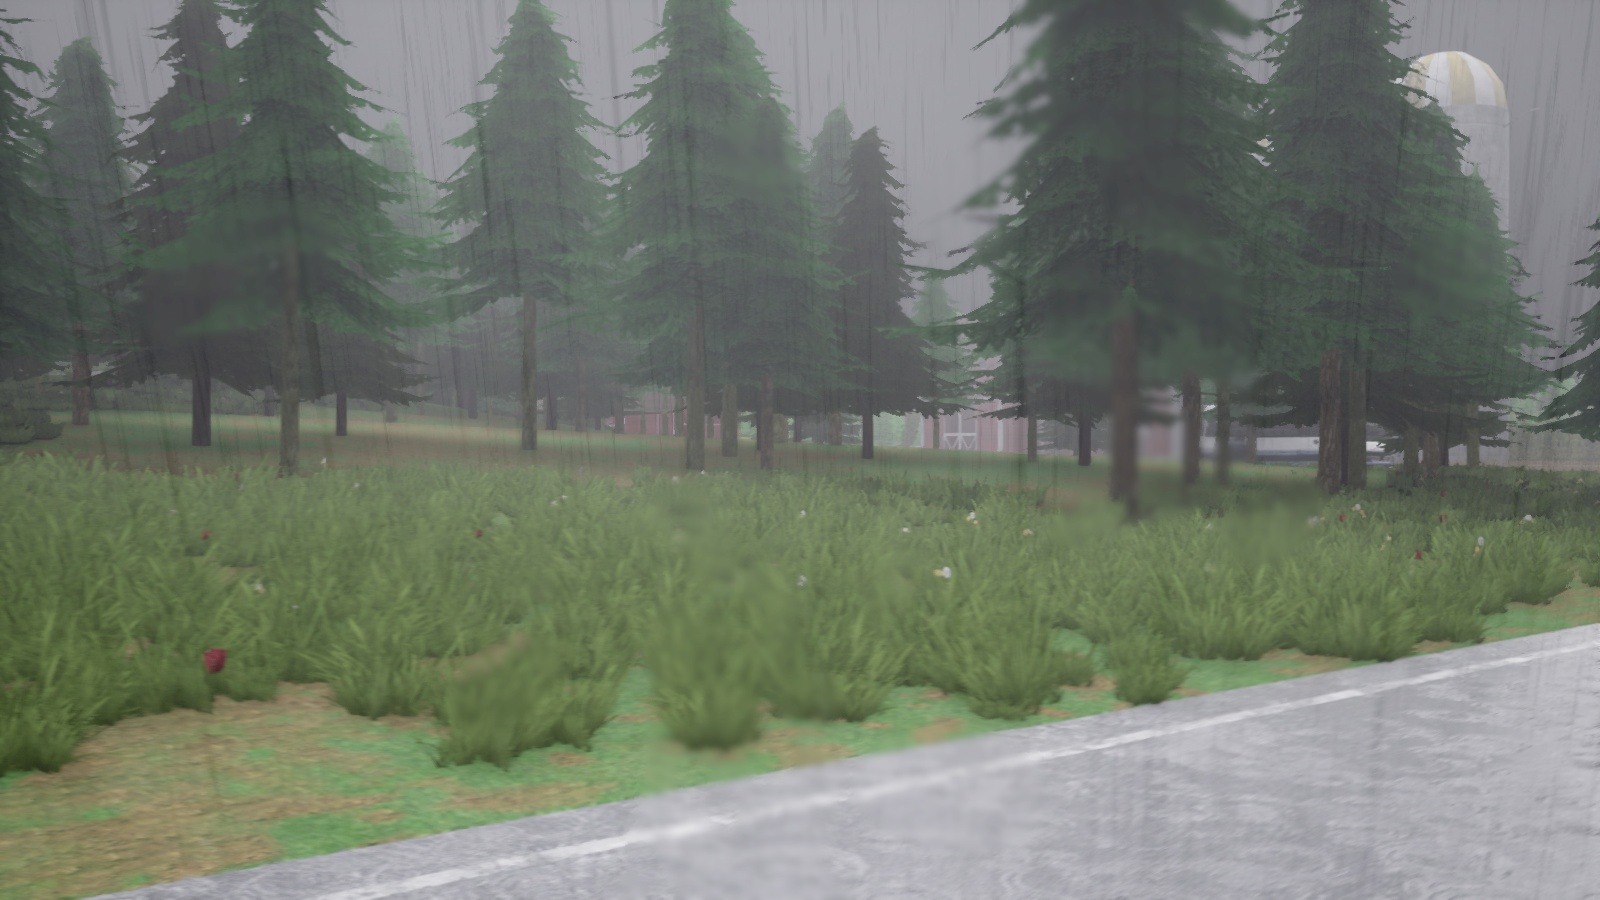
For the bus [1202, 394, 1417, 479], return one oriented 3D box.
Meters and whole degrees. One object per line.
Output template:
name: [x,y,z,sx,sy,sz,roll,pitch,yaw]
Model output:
bus: [27.370,-0.649,68.091,3.944,4.253,10.273,0,0,-36]
